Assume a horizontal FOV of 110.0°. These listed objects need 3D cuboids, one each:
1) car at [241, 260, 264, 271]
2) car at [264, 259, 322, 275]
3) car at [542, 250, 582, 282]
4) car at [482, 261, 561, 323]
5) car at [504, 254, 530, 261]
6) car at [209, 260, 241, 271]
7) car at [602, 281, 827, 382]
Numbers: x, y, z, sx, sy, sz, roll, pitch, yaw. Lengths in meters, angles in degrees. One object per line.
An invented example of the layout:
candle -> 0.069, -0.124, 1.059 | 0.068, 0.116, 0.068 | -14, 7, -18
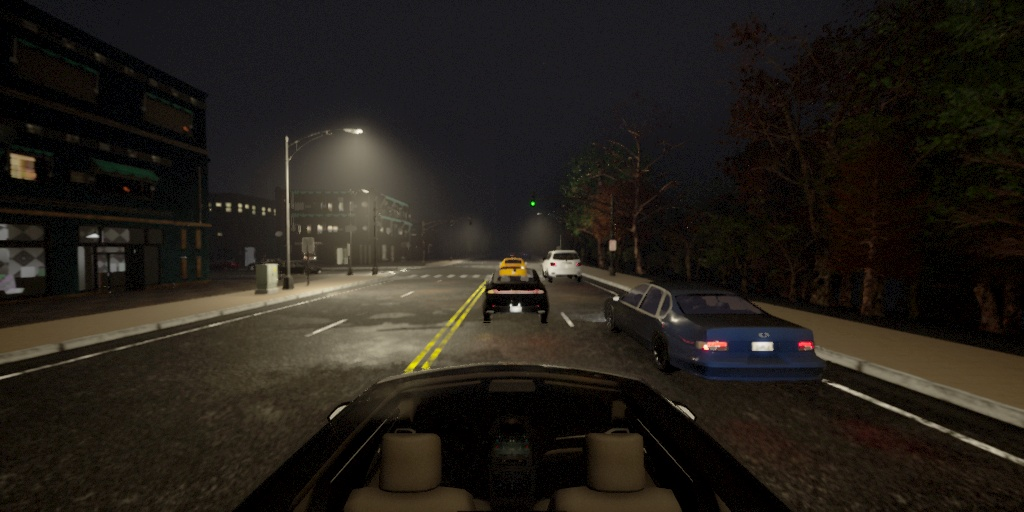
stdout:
car -> -28.283, 0.988, 41.709 | 4.403, 1.370, 2.007 | 0, 0, 0
car -> -19.949, 1.114, 33.198 | 4.313, 1.339, 1.948 | 0, 0, 0
car -> 3.348, 0.641, 24.645 | 2.150, 2.045, 5.566 | 0, 1, 0
car -> 0.100, 1.101, 11.516 | 2.128, 1.511, 4.902 | 0, 1, 0
car -> 0.097, 0.879, 25.927 | 1.882, 1.535, 5.008 | 0, 1, 0
car -> -33.818, 1.083, 41.717 | 4.207, 1.307, 1.802 | 0, 0, 0
car -> 3.349, 1.217, 7.304 | 2.033, 1.411, 5.357 | 0, 1, 0
